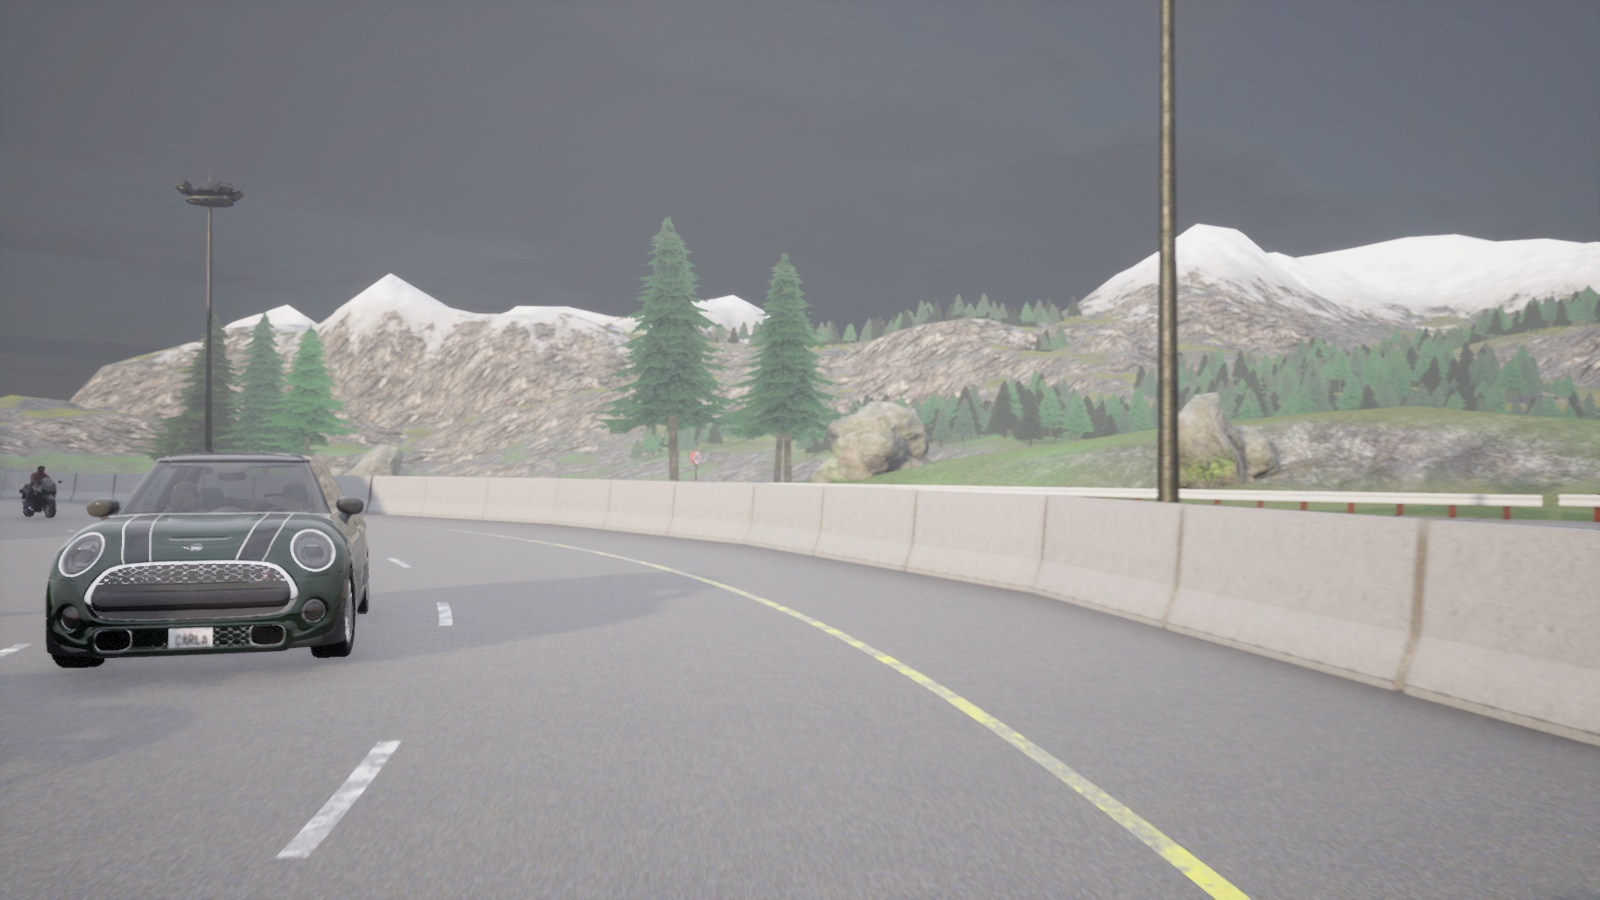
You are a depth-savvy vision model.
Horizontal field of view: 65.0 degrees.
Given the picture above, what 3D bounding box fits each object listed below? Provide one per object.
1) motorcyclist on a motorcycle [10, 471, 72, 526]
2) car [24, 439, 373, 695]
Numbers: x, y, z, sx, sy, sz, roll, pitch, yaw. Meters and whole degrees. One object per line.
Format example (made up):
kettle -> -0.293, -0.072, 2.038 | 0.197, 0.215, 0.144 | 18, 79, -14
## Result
motorcyclist on a motorcycle -> -21.632, 1.362, 35.770 | 2.044, 1.523, 0.797 | -1, -1, 37
car -> -5.010, 0.838, 11.174 | 2.097, 1.767, 4.553 | 0, -1, -16
